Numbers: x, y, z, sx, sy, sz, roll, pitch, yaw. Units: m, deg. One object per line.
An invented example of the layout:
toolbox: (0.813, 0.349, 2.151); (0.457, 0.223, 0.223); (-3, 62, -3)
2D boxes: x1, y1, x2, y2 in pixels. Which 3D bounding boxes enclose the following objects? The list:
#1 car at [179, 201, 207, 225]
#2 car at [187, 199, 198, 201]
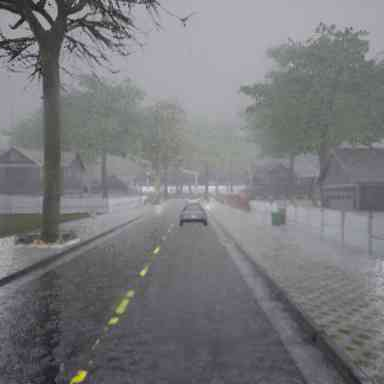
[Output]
car: (0.100, 1.621, 24.489); (1.994, 1.385, 4.181); (0, 0, 0)
car: (0.103, 1.595, 42.355); (1.812, 1.442, 4.674); (0, 0, 0)
